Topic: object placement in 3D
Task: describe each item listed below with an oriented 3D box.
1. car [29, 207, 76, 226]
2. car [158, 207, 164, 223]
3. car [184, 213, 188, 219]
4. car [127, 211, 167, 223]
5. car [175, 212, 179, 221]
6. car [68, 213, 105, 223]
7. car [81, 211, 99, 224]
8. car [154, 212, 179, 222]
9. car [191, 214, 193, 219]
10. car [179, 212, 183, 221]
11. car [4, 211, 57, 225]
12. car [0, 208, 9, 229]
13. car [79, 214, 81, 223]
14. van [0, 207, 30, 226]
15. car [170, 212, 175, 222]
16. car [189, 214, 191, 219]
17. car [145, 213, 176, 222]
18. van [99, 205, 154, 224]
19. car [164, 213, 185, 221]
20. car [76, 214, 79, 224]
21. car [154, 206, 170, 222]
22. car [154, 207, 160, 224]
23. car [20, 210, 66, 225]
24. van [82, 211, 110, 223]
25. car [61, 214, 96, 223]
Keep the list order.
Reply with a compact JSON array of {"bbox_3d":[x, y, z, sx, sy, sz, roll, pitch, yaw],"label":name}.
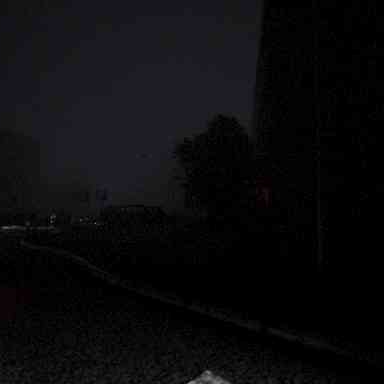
[{"bbox_3d":[-14.012,2.526,33.774,2.097,1.767,4.553,-1,-4,3],"label":"car"},{"bbox_3d":[-6.047,2.836,37.639,5.008,1.535,2.097,-1,-5,3],"label":"car"},{"bbox_3d":[-4.113,5.707,73.857,5.008,1.535,2.097,-1,-5,3],"label":"car"},{"bbox_3d":[-5.780,3.299,43.141,4.792,1.488,2.163,-1,-5,3],"label":"car"},{"bbox_3d":[-5.120,3.926,51.475,5.366,1.575,1.946,-1,-5,3],"label":"car"},{"bbox_3d":[-17.291,4.317,54.753,5.366,1.575,1.946,-1,-5,3],"label":"car"},{"bbox_3d":[-13.326,3.626,46.288,1.837,1.490,4.892,-1,-4,3],"label":"car"},{"bbox_3d":[-4.743,4.690,62.622,4.553,1.767,2.185,-1,-5,3],"label":"car"},{"bbox_3d":[-3.196,6.771,90.438,5.566,2.045,2.435,-1,-5,3],"label":"car"},{"bbox_3d":[-4.822,4.367,57.037,5.366,1.575,1.946,-1,-5,3],"label":"car"},{"bbox_3d":[-18.380,2.994,37.966,5.008,1.535,2.097,-1,-4,3],"label":"car"},{"bbox_3d":[-15.005,2.093,22.211,1.882,1.535,5.008,-1,-2,9],"label":"car"},{"bbox_3d":[-17.770,3.922,49.201,4.674,1.452,2.002,-1,-5,3],"label":"car"},{"bbox_3d":[-18.641,2.574,35.224,4.442,1.987,1.878,-1,-4,3],"label":"van"},{"bbox_3d":[-5.424,3.740,48.700,4.792,1.488,2.163,-1,-5,3],"label":"car"},{"bbox_3d":[-3.402,6.677,87.648,4.553,1.767,2.185,-1,-5,3],"label":"car"},{"bbox_3d":[-5.127,4.182,54.263,4.792,1.488,2.163,-1,-5,3],"label":"car"},{"bbox_3d":[-6.231,2.228,32.050,4.442,1.987,1.878,-1,-4,3],"label":"van"},{"bbox_3d":[-3.936,5.793,76.523,4.553,1.767,2.185,-1,-5,3],"label":"car"},{"bbox_3d":[-18.256,3.440,43.658,5.366,1.575,1.946,-1,-5,3],"label":"car"},{"bbox_3d":[-5.931,2.799,40.383,5.566,2.045,2.435,-1,-5,3],"label":"car"},{"bbox_3d":[-6.167,2.662,34.814,4.792,1.488,2.163,-1,-4,3],"label":"car"},{"bbox_3d":[-18.196,3.084,40.752,4.553,1.767,2.185,-1,-4,3],"label":"car"},{"bbox_3d":[-17.304,4.531,60.218,4.442,1.987,1.878,-1,-5,3],"label":"van"},{"bbox_3d":[-17.628,4.132,51.856,4.674,1.452,2.002,-1,-5,3],"label":"car"}]
